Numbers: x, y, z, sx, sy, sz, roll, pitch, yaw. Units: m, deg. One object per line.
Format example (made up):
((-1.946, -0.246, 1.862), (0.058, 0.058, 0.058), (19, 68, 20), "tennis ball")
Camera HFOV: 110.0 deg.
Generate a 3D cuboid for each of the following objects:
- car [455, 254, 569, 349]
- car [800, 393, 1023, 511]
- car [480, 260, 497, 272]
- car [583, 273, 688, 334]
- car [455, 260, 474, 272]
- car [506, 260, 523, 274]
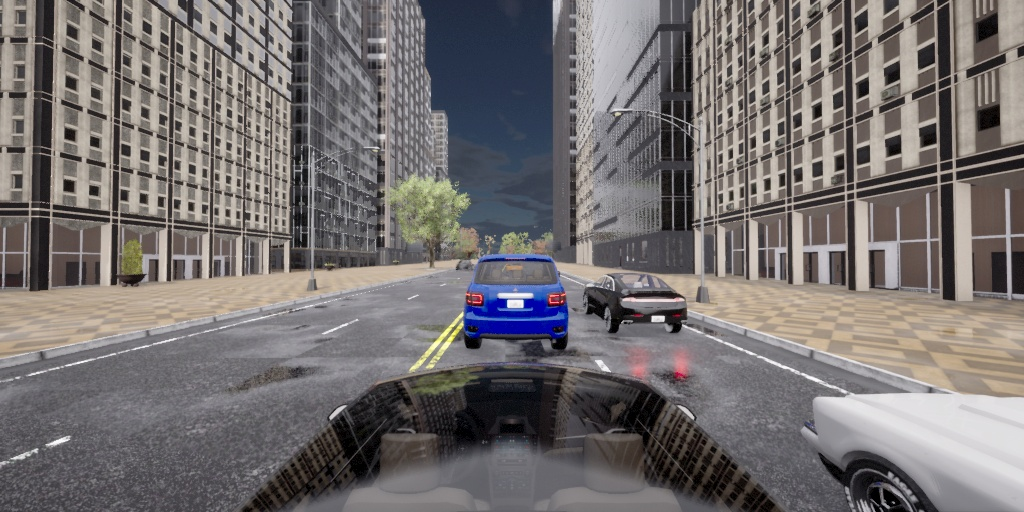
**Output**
((0.120, 0.974, 9.276), (2.150, 2.045, 5.566), (0, 0, 1), "car")
((3.346, 1.351, 0.829), (1.895, 1.301, 4.718), (0, 0, 0), "car")
((-3.090, 1.292, 47.956), (1.812, 1.442, 4.674), (0, 0, 1), "car")
((3.388, 1.244, 10.712), (2.128, 1.511, 4.902), (0, 0, 0), "car")
((-6.338, 1.272, 47.910), (1.837, 1.490, 4.892), (0, 0, 1), "car")
((0.277, 1.242, 42.640), (1.882, 1.535, 5.008), (0, 0, 0), "car")
